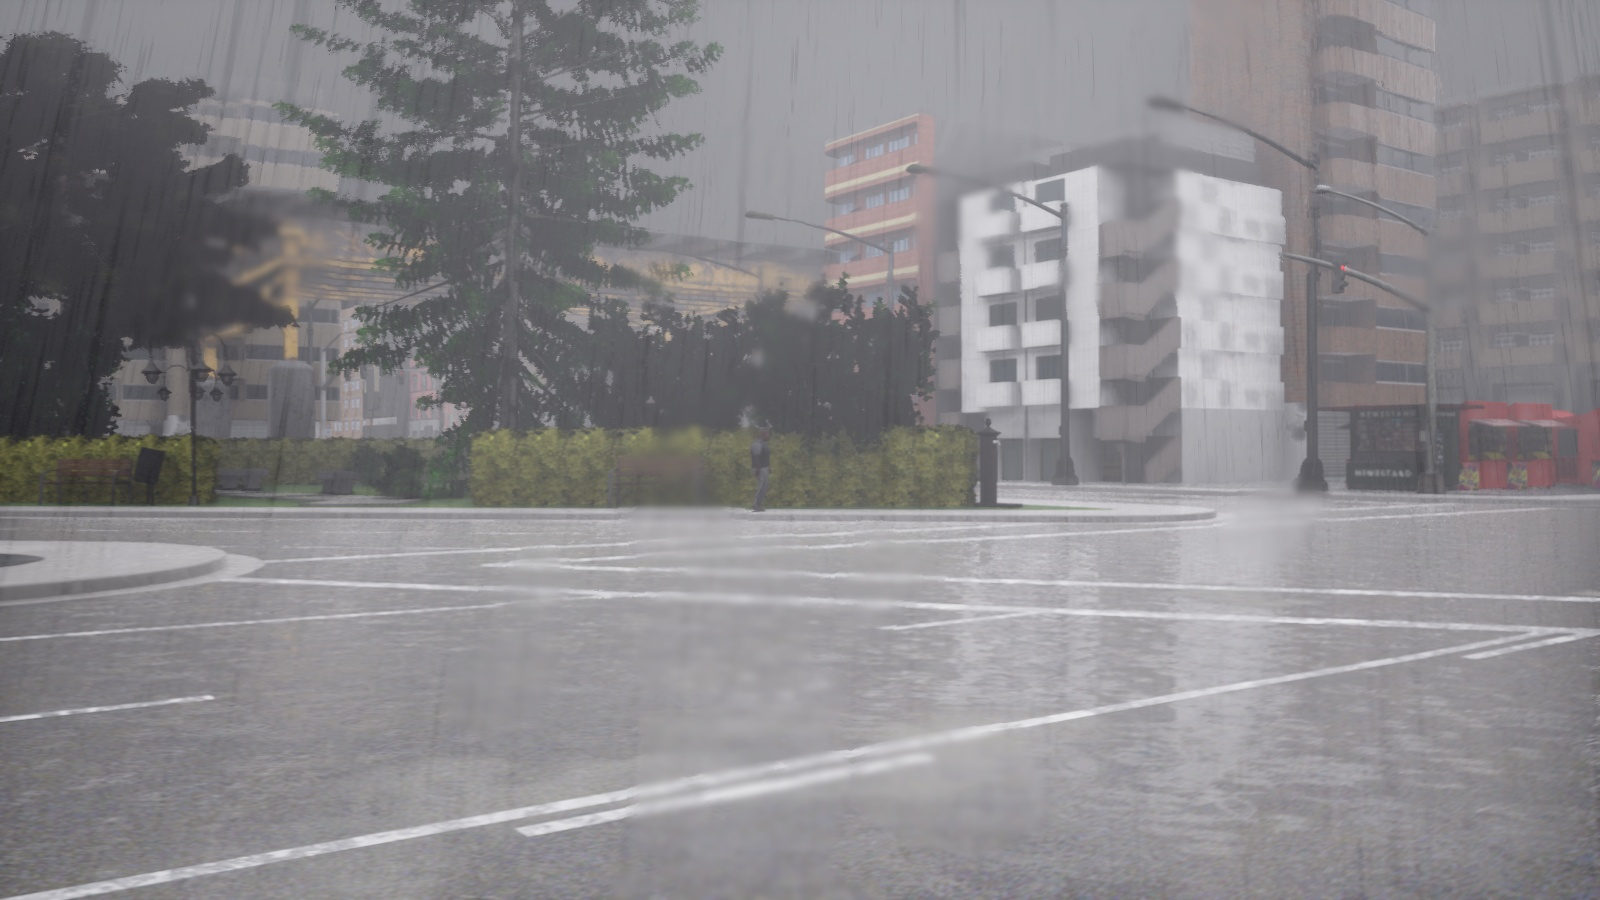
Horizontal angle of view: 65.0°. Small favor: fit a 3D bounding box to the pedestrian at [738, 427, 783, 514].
[{"bbox_3d":[-0.865,0.445,27.387,0.849,1.883,0.563,0,0,13],"label":"pedestrian"}]
